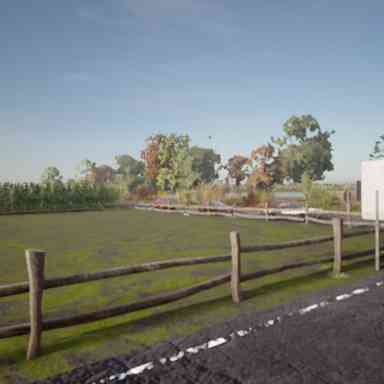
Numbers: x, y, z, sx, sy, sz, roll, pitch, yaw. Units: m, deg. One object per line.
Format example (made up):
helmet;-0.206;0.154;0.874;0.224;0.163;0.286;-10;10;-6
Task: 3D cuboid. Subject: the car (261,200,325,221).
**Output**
car;8.209;1.570;26.878;1.895;1.301;4.718;-1;0;-35

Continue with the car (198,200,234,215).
car;2.448;1.633;35.195;1.812;1.442;4.674;-1;0;-34

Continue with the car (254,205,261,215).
car;8.122;1.495;32.129;1.812;1.442;4.674;-1;0;-35

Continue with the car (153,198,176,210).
car;-3.821;1.732;45.385;1.882;1.535;5.008;-1;0;-27

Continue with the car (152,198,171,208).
car;-5.239;1.790;56.393;2.128;1.511;4.902;-1;0;-17
